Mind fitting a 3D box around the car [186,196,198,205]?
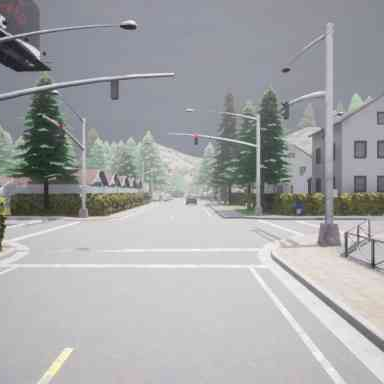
[{"bbox_3d":[-0.081,1.505,59.182,1.837,1.490,4.892,0,0,0],"label":"car"}]
